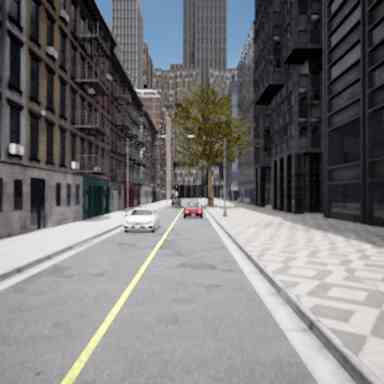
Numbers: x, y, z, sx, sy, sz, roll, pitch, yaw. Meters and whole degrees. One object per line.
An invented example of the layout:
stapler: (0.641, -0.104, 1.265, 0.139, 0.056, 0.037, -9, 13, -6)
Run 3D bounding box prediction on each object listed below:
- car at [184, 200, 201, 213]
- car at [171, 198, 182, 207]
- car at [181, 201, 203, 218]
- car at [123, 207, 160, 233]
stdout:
car: (0.116, 1.846, 43.369, 2.128, 1.511, 4.902, 0, 0, 1)
car: (-2.974, 1.980, 63.118, 1.837, 1.490, 4.892, 0, 0, 1)
car: (0.122, 1.876, 33.033, 1.895, 1.301, 4.718, 0, 0, 0)
car: (-3.081, 1.707, 21.173, 1.812, 1.442, 4.674, 0, 0, 0)
